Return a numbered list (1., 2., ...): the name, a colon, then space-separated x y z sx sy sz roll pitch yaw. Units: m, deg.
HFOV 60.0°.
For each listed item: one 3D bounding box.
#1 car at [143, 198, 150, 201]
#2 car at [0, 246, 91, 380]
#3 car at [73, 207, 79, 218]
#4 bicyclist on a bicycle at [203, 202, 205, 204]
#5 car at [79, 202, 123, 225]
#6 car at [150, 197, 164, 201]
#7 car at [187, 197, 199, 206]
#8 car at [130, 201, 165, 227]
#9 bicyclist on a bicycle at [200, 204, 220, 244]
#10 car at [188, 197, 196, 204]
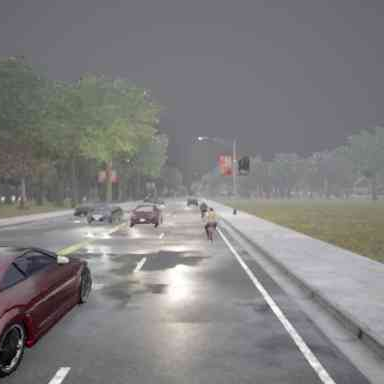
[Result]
1. car: -9.740 1.957 73.903 1.895 1.301 4.718 0 0 0
2. car: -3.149 1.588 5.512 1.994 1.385 4.181 0 0 0
3. car: -9.843 1.695 32.599 2.033 1.411 5.357 0 0 0
4. bicyclist on a bicycle: 0.897 1.565 25.003 0.582 1.620 1.656 0 -1 0
5. car: -6.595 1.607 25.538 2.128 1.511 4.902 0 0 0
6. car: -6.510 1.822 65.858 1.837 1.490 4.892 0 0 1
7. car: 0.109 1.788 59.788 1.837 1.490 4.892 0 -1 0
8. car: -3.146 1.631 23.417 1.812 1.442 4.674 0 0 0
9. bicyclist on a bicycle: 0.875 1.504 15.263 0.866 1.612 1.509 0 0 0
10. car: 0.010 1.846 74.173 1.882 1.535 5.008 0 0 0
